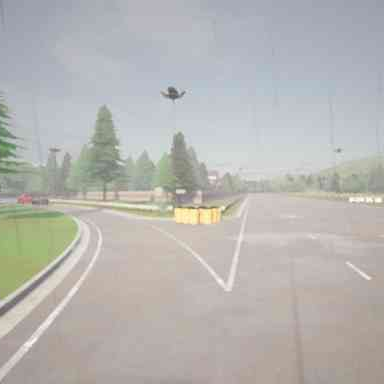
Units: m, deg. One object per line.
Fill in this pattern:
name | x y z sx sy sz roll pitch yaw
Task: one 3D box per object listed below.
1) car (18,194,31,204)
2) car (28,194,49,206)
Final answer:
car | -34.045 1.379 68.232 2.150 2.045 5.566 0 0 -40
car | -27.420 1.680 60.232 2.128 1.511 4.902 0 0 -40
